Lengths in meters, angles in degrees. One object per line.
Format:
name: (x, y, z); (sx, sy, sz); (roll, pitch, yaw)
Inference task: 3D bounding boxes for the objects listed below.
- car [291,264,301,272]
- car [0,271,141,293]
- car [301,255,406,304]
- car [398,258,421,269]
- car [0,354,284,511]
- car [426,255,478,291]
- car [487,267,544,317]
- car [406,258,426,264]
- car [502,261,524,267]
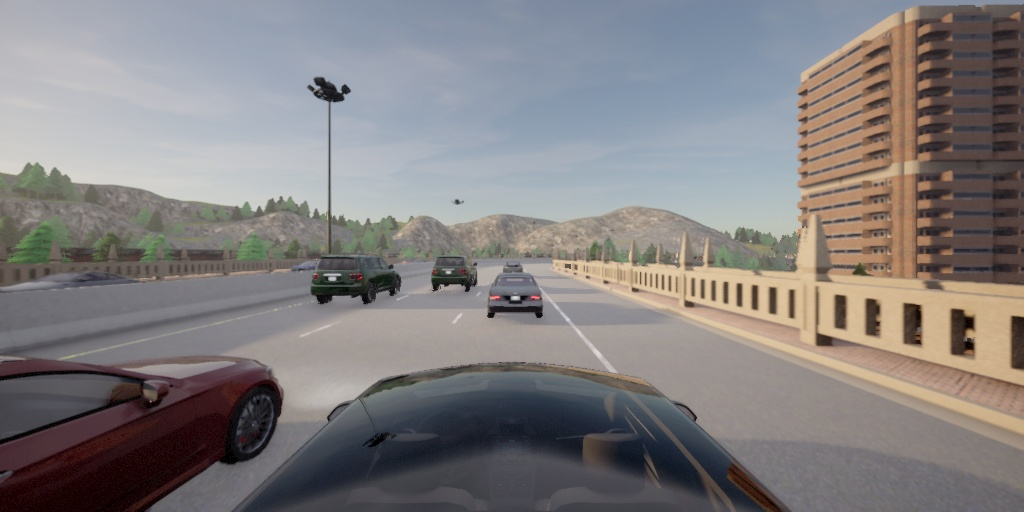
car: (-21.064, 1.228, 37.695); (1.882, 1.535, 5.008); (0, 0, 0)
car: (-17.595, 1.314, 14.441); (1.994, 1.385, 4.181); (0, 0, 0)
car: (-6.900, 0.972, 16.467); (2.150, 2.045, 5.566); (0, 0, 0)
car: (-16.823, 1.145, 58.891); (2.097, 1.767, 4.553); (0, 0, 7)
car: (-3.413, 1.276, 1.989); (1.812, 1.442, 4.674); (0, 0, 0)
car: (-3.400, 0.972, 21.917); (2.150, 2.045, 5.566); (0, 0, 0)
car: (0.101, 1.298, 13.143); (2.033, 1.411, 5.357); (0, 0, 0)
car: (-13.789, 1.262, 53.379); (1.837, 1.490, 4.892); (0, 0, 4)
car: (0.100, 1.243, 34.676); (2.128, 1.511, 4.902); (0, 0, 0)
